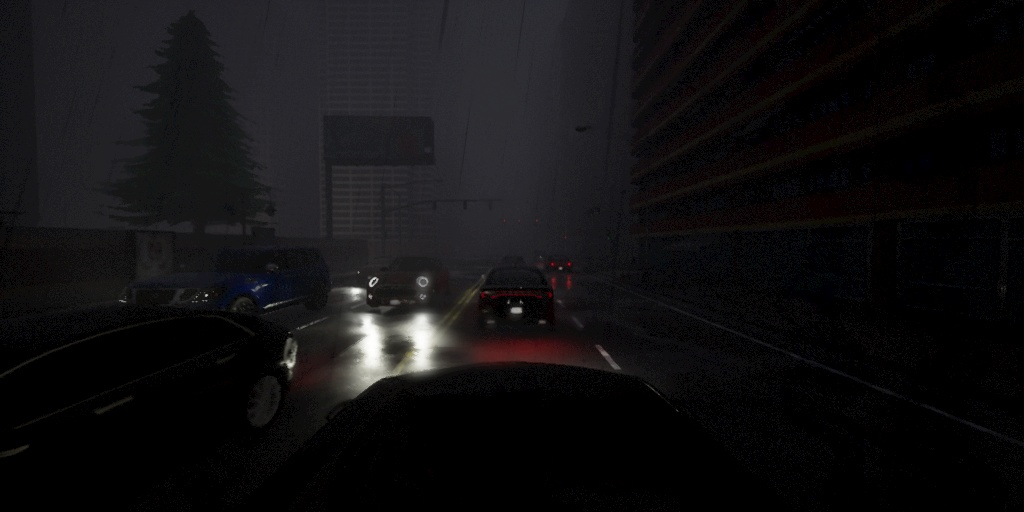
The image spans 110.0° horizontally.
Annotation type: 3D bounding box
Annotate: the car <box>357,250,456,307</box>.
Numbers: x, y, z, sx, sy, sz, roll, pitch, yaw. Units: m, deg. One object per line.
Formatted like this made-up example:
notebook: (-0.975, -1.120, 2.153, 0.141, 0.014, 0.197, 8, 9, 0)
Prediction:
car: (-3.592, 0.762, 13.216, 2.097, 1.767, 4.553, 0, 2, 0)

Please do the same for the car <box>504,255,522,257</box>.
car: (0.050, 0.632, 24.263, 2.033, 1.411, 5.357, 0, 2, 0)

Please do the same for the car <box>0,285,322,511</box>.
car: (-3.600, 1.232, 2.522, 1.837, 1.490, 4.892, 0, 1, 0)

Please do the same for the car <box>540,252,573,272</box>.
car: (3.573, 0.560, 28.517, 1.895, 1.301, 4.718, 0, 2, 0)

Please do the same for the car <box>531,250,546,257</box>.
car: (3.580, -0.079, 46.835, 1.837, 1.490, 4.892, 0, 1, 0)

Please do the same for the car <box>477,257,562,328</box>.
car: (0.099, 0.972, 10.381, 1.882, 1.535, 5.008, 0, 2, 0)

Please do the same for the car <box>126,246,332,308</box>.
car: (-7.097, 0.735, 9.765, 2.150, 2.045, 5.566, 0, 2, 0)
